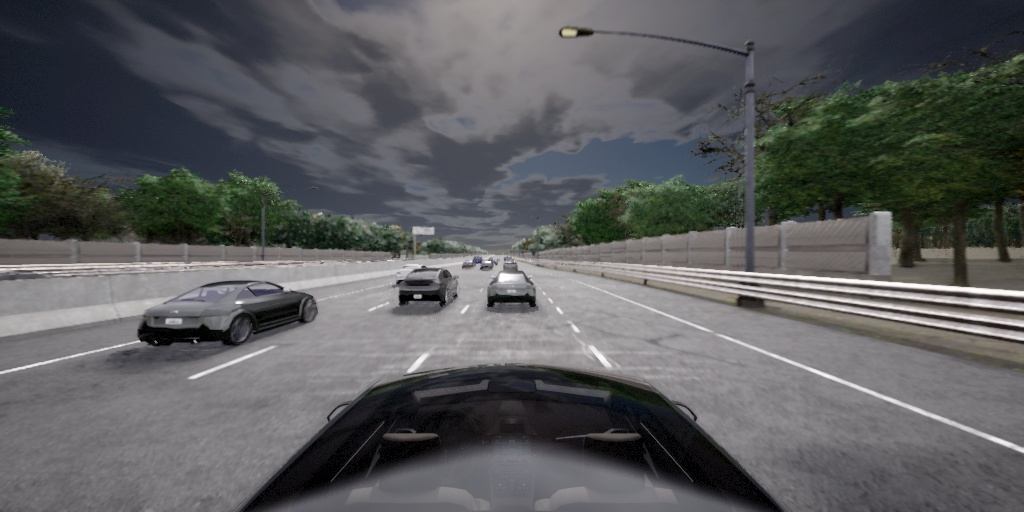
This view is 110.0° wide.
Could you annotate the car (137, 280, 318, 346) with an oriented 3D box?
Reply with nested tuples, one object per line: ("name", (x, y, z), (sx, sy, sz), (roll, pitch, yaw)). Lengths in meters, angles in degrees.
("car", (-7.004, 1.319, 9.430), (1.994, 1.385, 4.181), (0, 0, 0))

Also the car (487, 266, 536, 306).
("car", (-0.018, 1.318, 15.744), (1.994, 1.385, 4.181), (0, 0, 0))

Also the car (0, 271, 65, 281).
("car", (-17.508, 1.292, 11.859), (1.837, 1.490, 4.892), (0, 0, 0))

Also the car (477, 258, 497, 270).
("car", (-3.780, 1.353, 54.953), (2.033, 1.411, 5.357), (0, 0, -1))

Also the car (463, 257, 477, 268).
("car", (-7.353, 1.373, 61.390), (2.033, 1.411, 5.357), (0, 0, -1))

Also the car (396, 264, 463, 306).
("car", (-3.518, 1.261, 15.793), (1.837, 1.490, 4.892), (0, 0, 0))

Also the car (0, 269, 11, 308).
("car", (-21.008, 1.258, 11.813), (2.128, 1.511, 4.902), (0, 0, 0))

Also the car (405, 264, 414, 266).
("car", (-7.058, 1.285, 26.235), (1.812, 1.442, 4.674), (0, 0, 0))

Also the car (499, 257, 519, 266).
("car", (-0.201, 1.277, 46.942), (2.128, 1.511, 4.902), (0, 0, -1))
